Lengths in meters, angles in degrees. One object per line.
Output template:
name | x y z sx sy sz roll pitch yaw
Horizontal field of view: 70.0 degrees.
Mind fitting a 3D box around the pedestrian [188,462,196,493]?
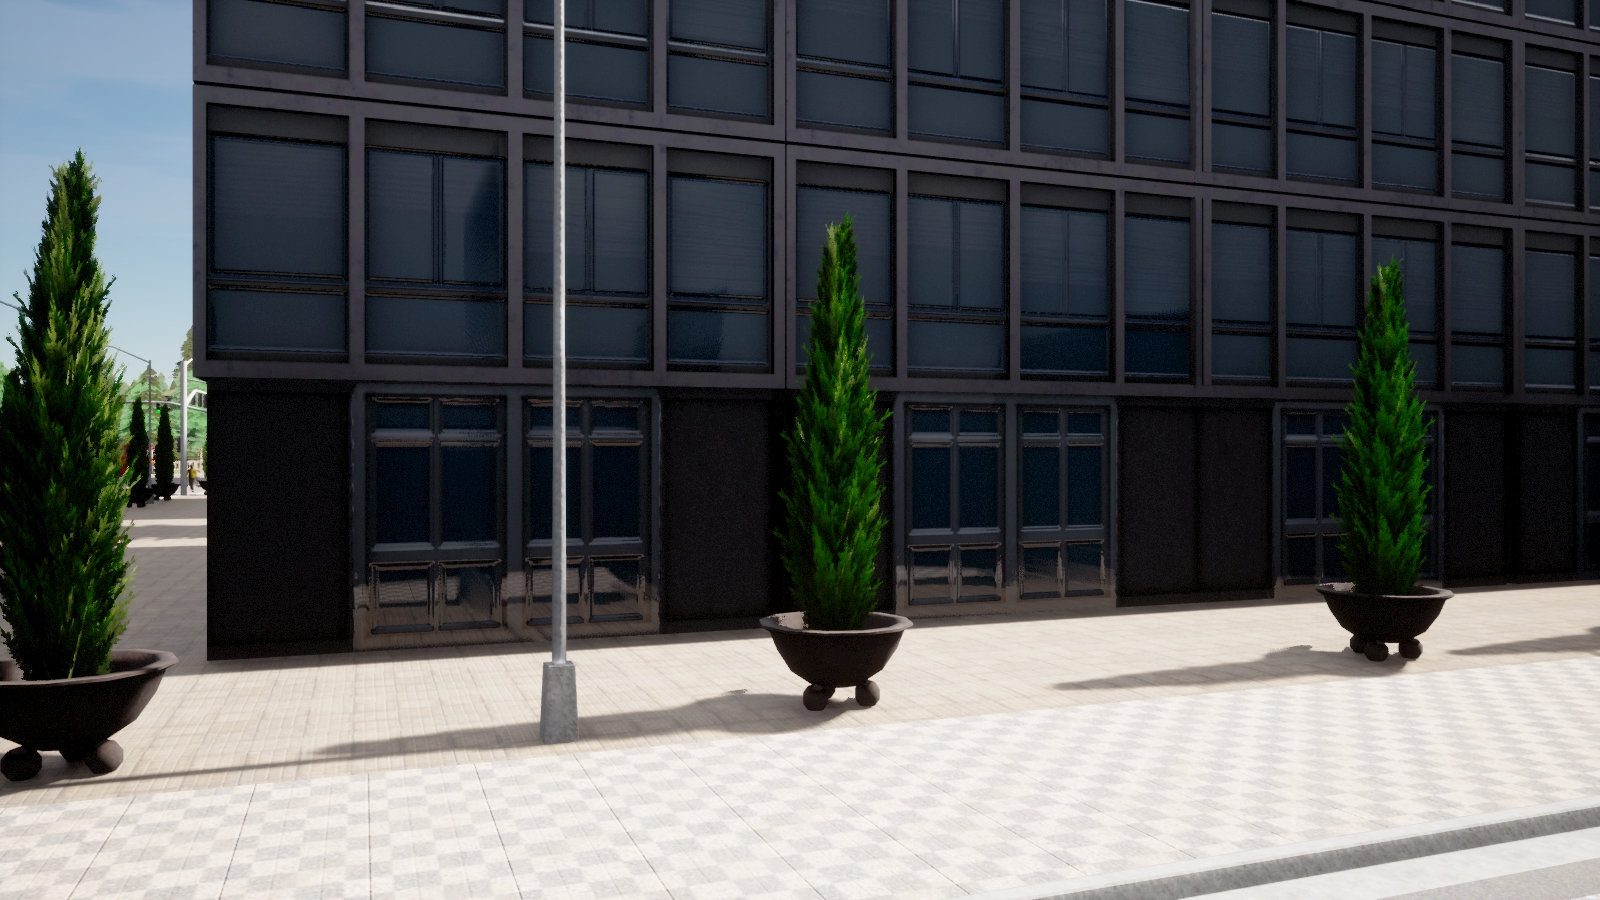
pedestrian | -37.118 1.686 69.787 0.375 1.860 0.375 0 0 -20
